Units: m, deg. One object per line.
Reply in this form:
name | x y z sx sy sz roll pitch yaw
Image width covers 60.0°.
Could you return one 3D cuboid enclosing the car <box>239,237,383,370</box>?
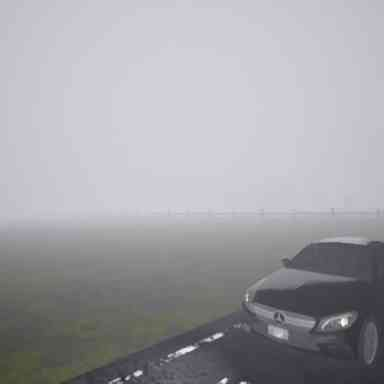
car | 2.793 1.613 6.067 4.674 1.442 1.812 0 -2 -45
